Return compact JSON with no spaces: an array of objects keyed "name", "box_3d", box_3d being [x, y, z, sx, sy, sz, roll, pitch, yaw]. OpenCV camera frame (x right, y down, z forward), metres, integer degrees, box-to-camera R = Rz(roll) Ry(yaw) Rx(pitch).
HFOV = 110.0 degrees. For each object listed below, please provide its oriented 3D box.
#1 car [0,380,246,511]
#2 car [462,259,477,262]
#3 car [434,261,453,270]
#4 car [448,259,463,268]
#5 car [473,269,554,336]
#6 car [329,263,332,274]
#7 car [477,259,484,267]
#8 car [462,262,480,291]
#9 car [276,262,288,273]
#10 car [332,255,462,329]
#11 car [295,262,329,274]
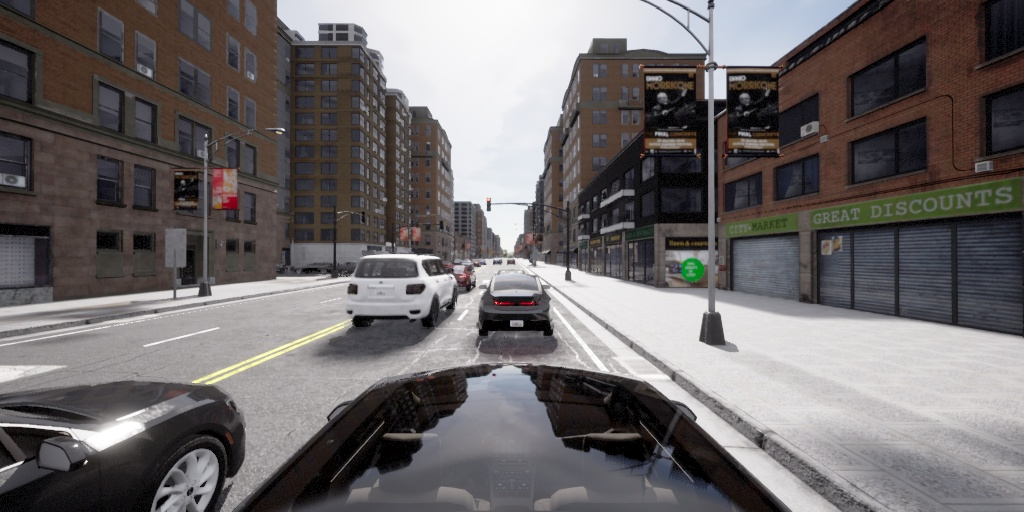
[{"name":"car","box_3d":[-3.150,1.255,1.023,1.837,1.490,4.892,0,0,0]},{"name":"car","box_3d":[-6.710,1.334,52.969,1.994,1.385,4.181,0,0,-1]},{"name":"car","box_3d":[-9.957,1.370,52.587,1.895,1.301,4.718,0,0,0]},{"name":"car","box_3d":[-9.949,1.255,63.716,1.882,1.535,5.008,0,0,0]},{"name":"car","box_3d":[0.083,1.256,10.385,1.837,1.490,4.892,0,0,0]},{"name":"car","box_3d":[-15.031,1.246,35.699,4.902,1.511,2.128,0,0,-7]},{"name":"car","box_3d":[-6.703,1.256,64.121,1.882,1.535,5.008,0,1,0]},{"name":"car","box_3d":[-3.253,1.279,21.593,1.812,1.442,4.674,0,0,0]},{"name":"car","box_3d":[-27.899,1.332,40.734,4.403,1.370,2.007,0,0,0]},{"name":"car","box_3d":[-3.174,0.974,11.414,2.150,2.045,5.566,0,0,0]},{"name":"car","box_3d":[-22.237,1.347,40.721,4.313,1.339,1.948,0,0,0]}]
